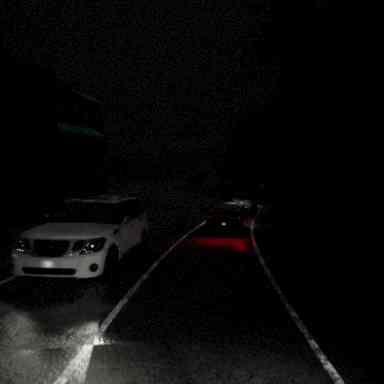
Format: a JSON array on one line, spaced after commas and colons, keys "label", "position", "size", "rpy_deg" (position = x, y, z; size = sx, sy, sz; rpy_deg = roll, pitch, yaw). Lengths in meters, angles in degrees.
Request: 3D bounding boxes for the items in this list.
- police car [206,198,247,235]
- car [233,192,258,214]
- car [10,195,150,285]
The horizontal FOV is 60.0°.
[{"label": "police car", "position": [1.959, 1.348, 18.658], "size": [1.930, 1.638, 5.238], "rpy_deg": [1, 0, 9]}, {"label": "car", "position": [5.406, 0.981, 34.074], "size": [2.150, 2.045, 5.566], "rpy_deg": [2, 3, 16]}, {"label": "car", "position": [-2.742, 1.136, 9.666], "size": [2.150, 2.045, 5.566], "rpy_deg": [0, 0, 5]}]
